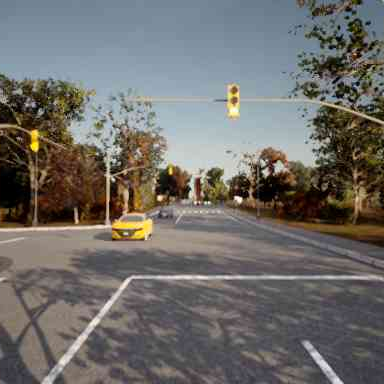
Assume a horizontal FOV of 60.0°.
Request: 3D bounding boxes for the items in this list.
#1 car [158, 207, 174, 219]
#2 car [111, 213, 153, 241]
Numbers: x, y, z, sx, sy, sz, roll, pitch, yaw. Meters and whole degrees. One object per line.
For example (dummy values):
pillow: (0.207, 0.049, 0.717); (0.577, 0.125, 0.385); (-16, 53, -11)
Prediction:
car: (-3.449, 2.748, 44.249); (2.128, 1.511, 4.902); (0, -1, 0)
car: (-3.486, 2.021, 20.033); (1.882, 1.535, 5.008); (0, -2, 0)
